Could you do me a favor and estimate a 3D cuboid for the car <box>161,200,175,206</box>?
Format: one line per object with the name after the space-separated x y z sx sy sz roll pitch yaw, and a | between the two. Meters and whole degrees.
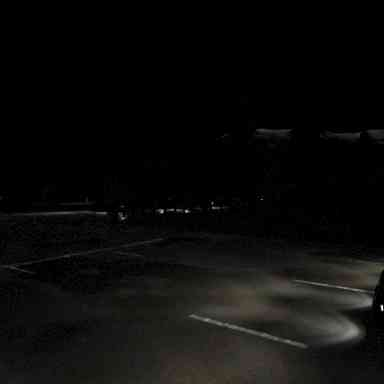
-2.785 1.425 44.691 4.674 1.442 1.812 0 0 -42 | car

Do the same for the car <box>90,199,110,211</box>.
-9.238 1.494 38.316 1.895 1.301 4.718 0 0 43 | car

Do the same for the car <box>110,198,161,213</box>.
-6.080 1.414 36.510 1.837 1.490 4.892 0 0 43 | car

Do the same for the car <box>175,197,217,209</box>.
0.567 1.421 43.002 4.892 1.490 1.837 0 0 -41 | car

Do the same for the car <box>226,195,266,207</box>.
7.948 1.419 48.737 4.902 1.511 2.128 0 0 -35 | car

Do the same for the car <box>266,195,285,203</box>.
12.727 1.278 55.858 4.553 1.767 2.097 0 0 -28 | car

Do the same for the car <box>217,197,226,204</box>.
4.615 1.458 50.789 5.357 1.411 2.033 0 0 -37 | car

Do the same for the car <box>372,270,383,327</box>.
5.100 1.352 4.607 4.553 1.767 2.097 0 0 36 | car
